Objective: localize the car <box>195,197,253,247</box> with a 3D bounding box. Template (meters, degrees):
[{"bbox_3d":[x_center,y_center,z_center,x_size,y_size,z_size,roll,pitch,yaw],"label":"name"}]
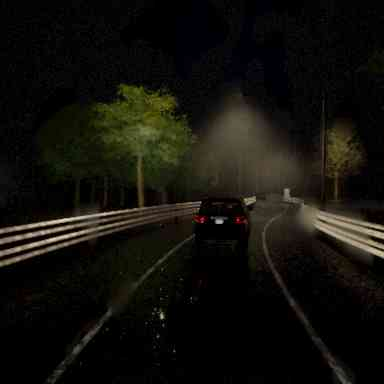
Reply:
[{"bbox_3d":[1.563,1.228,15.301,2.150,2.045,5.566,0,0,11],"label":"car"}]

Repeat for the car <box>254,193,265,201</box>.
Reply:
[{"bbox_3d":[17.484,1.194,85.996,2.150,2.045,5.566,0,0,1],"label":"car"}]
